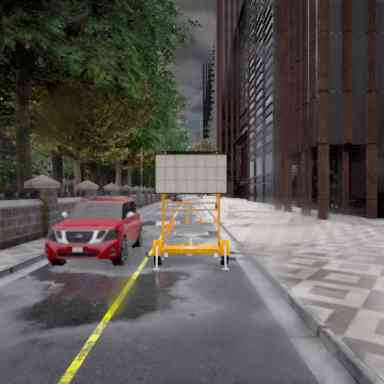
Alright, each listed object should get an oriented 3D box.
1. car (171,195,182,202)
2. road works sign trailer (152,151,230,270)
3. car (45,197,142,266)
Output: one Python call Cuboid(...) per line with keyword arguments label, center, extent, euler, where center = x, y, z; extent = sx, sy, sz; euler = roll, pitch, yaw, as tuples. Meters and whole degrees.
Cuboid(label="car", center=(-3.187, 1.324, 68.869), extent=(2.097, 1.767, 4.553), euler=(0, 0, 0))
Cuboid(label="road works sign trailer", center=(-0.028, 0.466, 11.015), extent=(2.380, 3.560, 2.880), euler=(0, 0, 0))
Cuboid(label="car", center=(-3.132, 1.223, 11.856), extent=(2.150, 2.045, 5.566), euler=(0, 0, 0))
